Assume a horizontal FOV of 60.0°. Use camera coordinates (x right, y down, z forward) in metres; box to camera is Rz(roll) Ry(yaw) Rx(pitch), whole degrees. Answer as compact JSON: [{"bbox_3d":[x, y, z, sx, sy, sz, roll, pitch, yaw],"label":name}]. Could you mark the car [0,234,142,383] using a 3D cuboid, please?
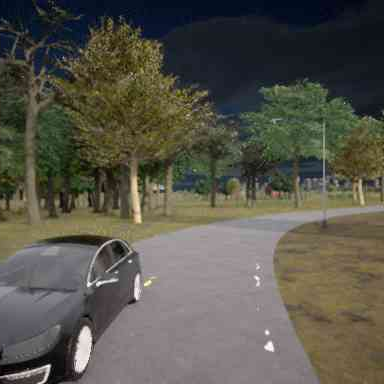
[{"bbox_3d":[-2.135,1.565,5.657,1.837,1.490,4.892,0,-1,4],"label":"car"}]
